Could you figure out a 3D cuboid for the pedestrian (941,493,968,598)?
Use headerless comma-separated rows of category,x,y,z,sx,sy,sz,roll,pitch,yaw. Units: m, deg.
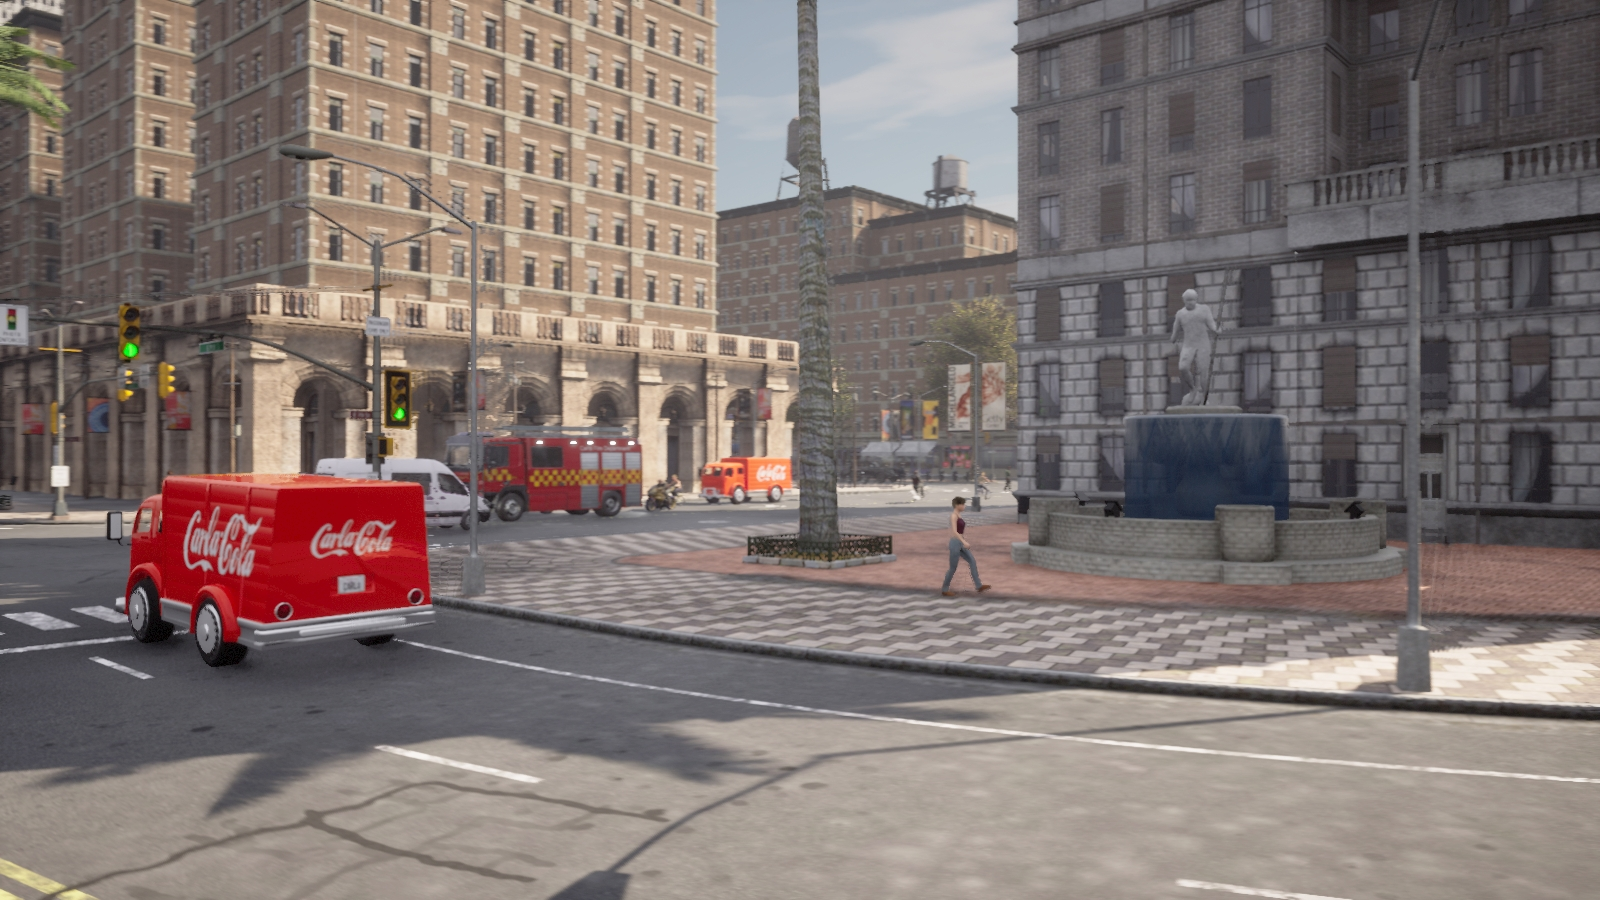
pedestrian,2.787,1.721,20.650,0.375,1.860,0.375,0,0,27

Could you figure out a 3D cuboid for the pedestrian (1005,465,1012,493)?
pedestrian,14.132,1.941,77.407,0.375,1.860,0.375,0,0,41

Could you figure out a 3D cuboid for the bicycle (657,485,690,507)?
bicycle,-6.397,2.318,57.818,0.859,1.080,1.487,0,0,42

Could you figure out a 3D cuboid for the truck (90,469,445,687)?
truck,-7.774,1.596,16.464,5.204,2.467,2.627,1,1,40

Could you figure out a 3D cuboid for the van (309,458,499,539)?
van,-13.544,1.573,39.399,1.988,2.561,5.915,0,0,44

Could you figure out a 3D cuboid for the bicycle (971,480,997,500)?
bicycle,10.755,2.335,66.727,0.859,1.080,1.487,0,0,41

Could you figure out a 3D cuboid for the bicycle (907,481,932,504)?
bicycle,6.457,2.281,61.761,0.329,1.171,1.835,0,0,41

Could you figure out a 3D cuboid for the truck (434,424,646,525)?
truck,-10.596,0.939,47.435,2.891,3.827,8.468,0,0,42

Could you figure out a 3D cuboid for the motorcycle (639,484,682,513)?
motorcycle,-6.555,2.262,53.921,0.867,1.251,2.209,0,0,30

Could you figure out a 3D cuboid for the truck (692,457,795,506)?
truck,-2.999,1.635,61.650,2.627,2.467,5.204,0,0,42
